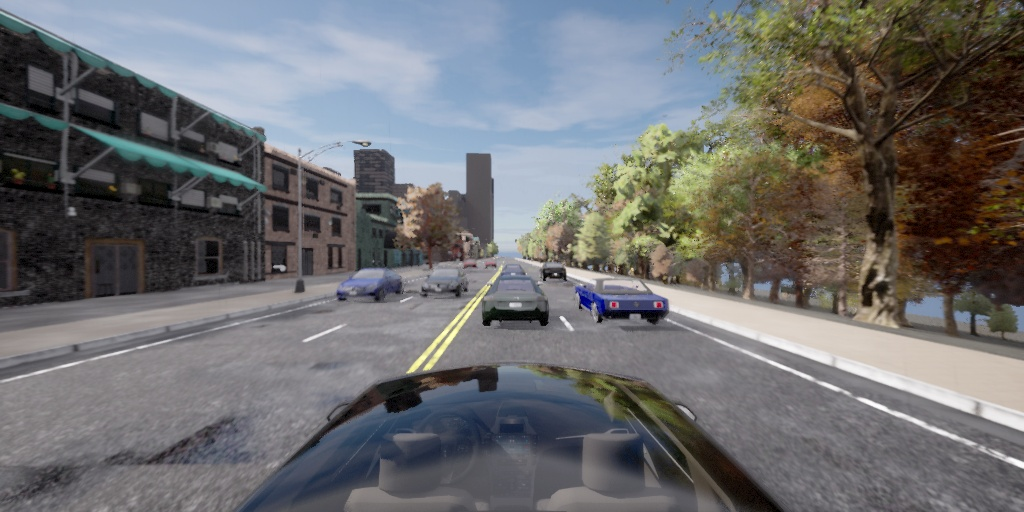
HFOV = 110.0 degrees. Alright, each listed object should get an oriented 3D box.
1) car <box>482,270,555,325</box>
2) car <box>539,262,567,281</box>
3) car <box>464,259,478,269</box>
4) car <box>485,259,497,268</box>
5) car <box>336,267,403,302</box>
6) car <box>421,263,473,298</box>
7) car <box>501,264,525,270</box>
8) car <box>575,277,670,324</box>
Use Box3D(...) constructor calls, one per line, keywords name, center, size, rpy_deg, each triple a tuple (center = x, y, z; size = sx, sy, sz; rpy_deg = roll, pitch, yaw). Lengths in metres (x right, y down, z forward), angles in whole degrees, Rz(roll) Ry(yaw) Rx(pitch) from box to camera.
Box3D(name="car", center=(0.098, 1.321, 11.902), size=(1.994, 1.385, 4.181), rpy_deg=(0, 0, 0))
Box3D(name="car", center=(3.346, 1.247, 29.899), size=(1.882, 1.535, 5.008), rpy_deg=(0, 0, 0))
Box3D(name="car", center=(-6.761, 1.269, 59.257), size=(1.882, 1.535, 5.008), rpy_deg=(0, 0, 0))
Box3D(name="car", center=(-3.532, 1.269, 60.790), size=(1.882, 1.535, 5.008), rpy_deg=(0, 0, 0))
Box3D(name="car", center=(-6.590, 1.286, 17.183), size=(1.812, 1.442, 4.674), rpy_deg=(0, 0, 0))
Box3D(name="car", center=(-3.352, 1.287, 18.622), size=(1.812, 1.442, 4.674), rpy_deg=(0, 0, 0))
Box3D(name="car", center=(0.096, 1.333, 29.104), size=(1.994, 1.385, 4.181), rpy_deg=(0, 0, 0))
Box3D(name="car", center=(3.348, 1.358, 11.952), size=(1.895, 1.301, 4.718), rpy_deg=(0, 0, 0))
